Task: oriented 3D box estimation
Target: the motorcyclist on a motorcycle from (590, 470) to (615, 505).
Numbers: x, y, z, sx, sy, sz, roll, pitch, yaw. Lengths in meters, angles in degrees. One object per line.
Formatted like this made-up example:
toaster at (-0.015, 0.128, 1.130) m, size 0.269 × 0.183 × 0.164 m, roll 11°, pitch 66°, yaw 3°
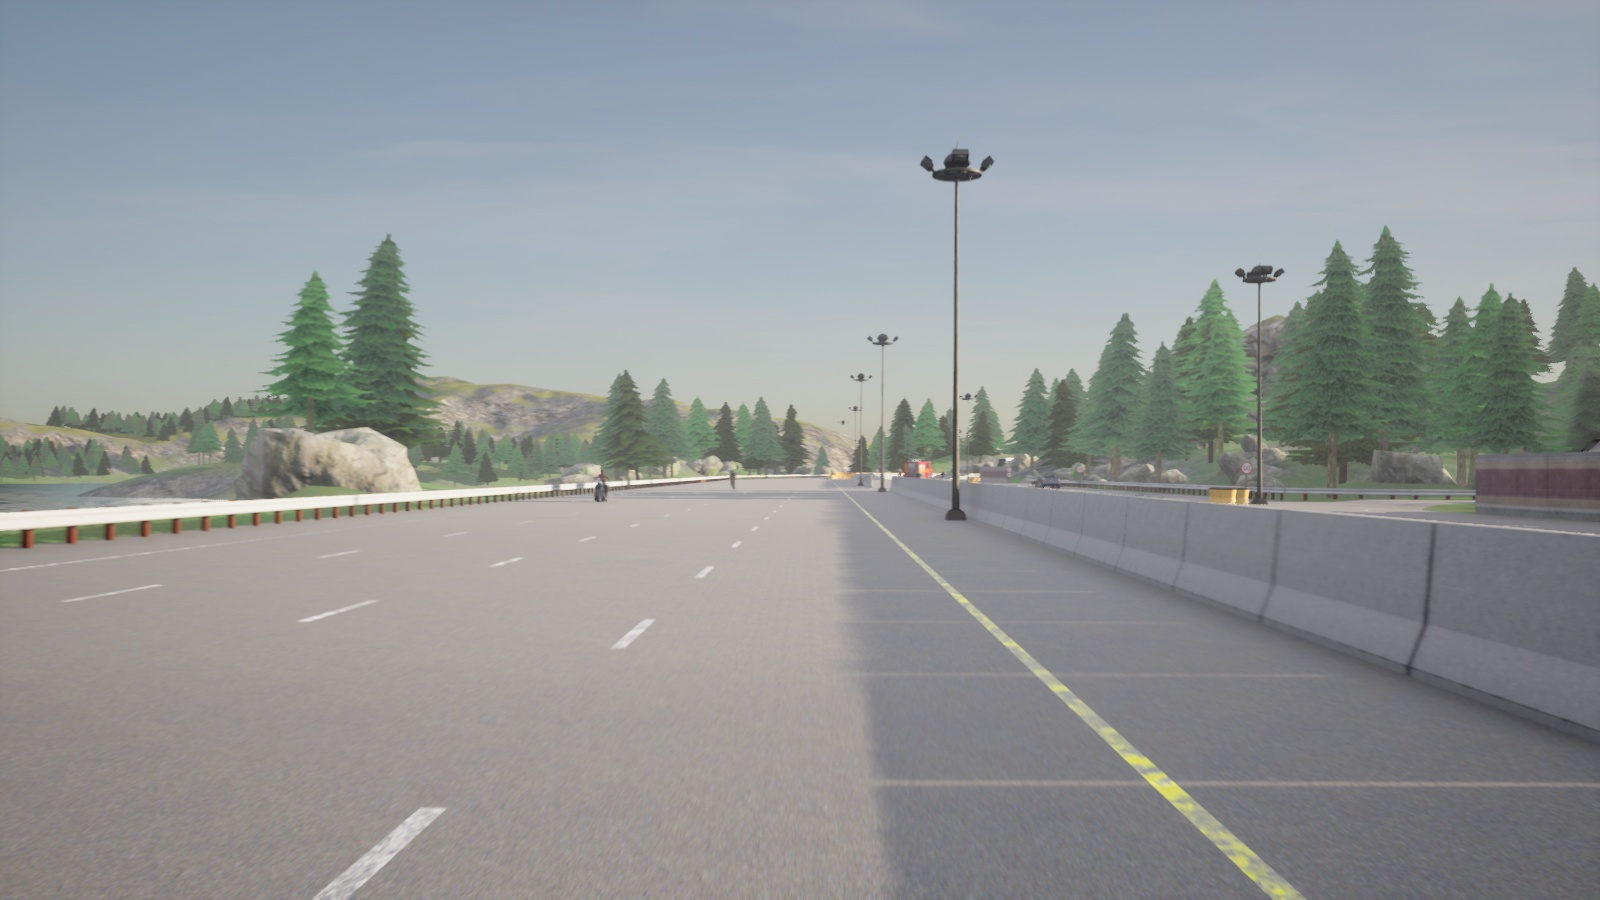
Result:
motorcyclist on a motorcycle at (-9.480, 1.795, 60.292) m, size 0.766 × 1.649 × 2.350 m, roll 0°, pitch -1°, yaw 1°
